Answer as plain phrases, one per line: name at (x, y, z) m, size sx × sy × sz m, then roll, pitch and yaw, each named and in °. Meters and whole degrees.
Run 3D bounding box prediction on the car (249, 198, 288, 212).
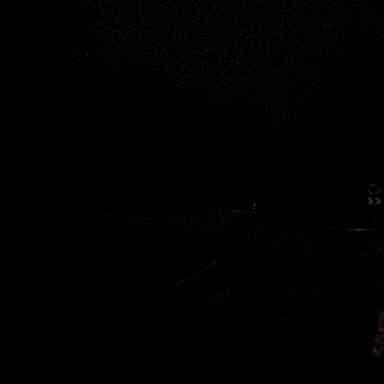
car at (9.343, 1.505, 40.810) m, size 4.553 × 1.767 × 2.097 m, roll 0°, pitch 0°, yaw -6°
